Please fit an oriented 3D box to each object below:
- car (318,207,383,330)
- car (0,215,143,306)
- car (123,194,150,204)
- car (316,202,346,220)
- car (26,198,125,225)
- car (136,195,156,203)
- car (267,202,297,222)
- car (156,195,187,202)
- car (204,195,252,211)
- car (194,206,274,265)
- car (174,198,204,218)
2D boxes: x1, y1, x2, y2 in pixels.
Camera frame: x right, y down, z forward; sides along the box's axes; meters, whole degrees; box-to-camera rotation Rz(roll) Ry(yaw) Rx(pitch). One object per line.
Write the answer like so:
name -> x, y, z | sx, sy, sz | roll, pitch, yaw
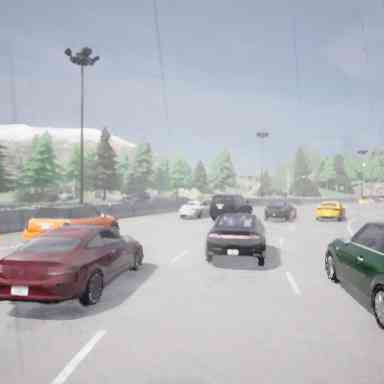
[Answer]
car -> 4.331, 1.373, 6.874 | 2.097, 1.767, 4.553 | 0, 0, 8
car -> -2.597, 1.507, 7.924 | 1.812, 1.442, 4.674 | 0, 0, 8
car -> -7.976, 1.482, 49.244 | 2.033, 1.411, 5.357 | 0, 0, 36
car -> 11.691, 1.535, 27.918 | 1.882, 1.535, 5.008 | 0, 0, 29
car -> -4.900, 1.318, 14.208 | 2.097, 1.767, 4.553 | 0, 0, 13
car -> -5.274, 1.477, 46.846 | 1.812, 1.442, 4.674 | 0, 0, 36
car -> 7.293, 1.524, 27.157 | 2.128, 1.511, 4.902 | 0, 0, 27
car -> -2.188, 1.322, 45.145 | 2.097, 1.767, 4.553 | 0, 0, 37
car -> 3.229, 1.230, 26.986 | 2.150, 2.045, 5.566 | 0, 0, 25
car -> 1.679, 1.497, 11.810 | 2.128, 1.511, 4.902 | 0, 0, 12
car -> 0.521, 1.518, 29.251 | 1.812, 1.442, 4.674 | 0, 0, 26
